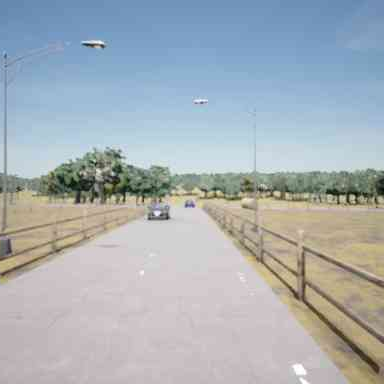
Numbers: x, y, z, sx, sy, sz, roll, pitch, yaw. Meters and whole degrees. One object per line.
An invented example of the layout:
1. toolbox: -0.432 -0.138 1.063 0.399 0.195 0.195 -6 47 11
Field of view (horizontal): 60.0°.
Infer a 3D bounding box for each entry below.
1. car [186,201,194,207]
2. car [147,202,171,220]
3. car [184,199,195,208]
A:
1. car: -0.489 2.724 76.008 1.837 1.490 4.892 0 -2 0
2. car: -2.947 1.696 30.583 2.128 1.511 4.902 0 -1 0
3. car: -0.425 2.267 66.011 2.097 1.767 4.553 0 -2 0
